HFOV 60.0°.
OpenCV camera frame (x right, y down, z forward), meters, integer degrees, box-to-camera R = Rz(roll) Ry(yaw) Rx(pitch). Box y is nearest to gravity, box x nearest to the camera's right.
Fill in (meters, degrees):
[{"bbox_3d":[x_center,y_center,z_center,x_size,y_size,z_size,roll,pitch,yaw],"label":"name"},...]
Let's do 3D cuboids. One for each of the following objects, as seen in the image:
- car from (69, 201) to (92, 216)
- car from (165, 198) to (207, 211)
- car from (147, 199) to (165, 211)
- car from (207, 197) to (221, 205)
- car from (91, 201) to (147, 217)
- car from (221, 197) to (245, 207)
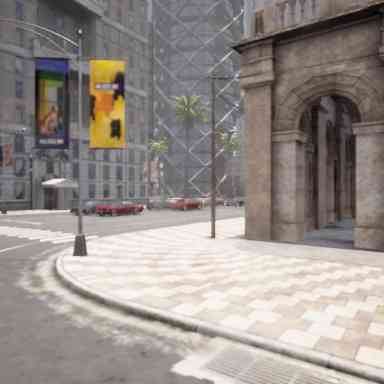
[{"bbox_3d":[-9.681,1.573,33.838,2.033,1.411,5.357,0,0,35],"label":"car"},{"bbox_3d":[-0.596,1.500,40.568,1.882,1.535,5.008,0,0,36],"label":"car"},{"bbox_3d":[-3.888,1.590,41.985,1.994,1.385,4.181,0,0,36],"label":"car"},{"bbox_3d":[3.659,1.552,52.431,1.812,1.442,4.674,0,0,36],"label":"car"},{"bbox_3d":[-6.859,1.623,31.766,1.895,1.301,4.718,0,0,35],"label":"car"},{"bbox_3d":[6.892,1.522,50.927,1.837,1.490,4.892,0,2,36],"label":"car"}]
